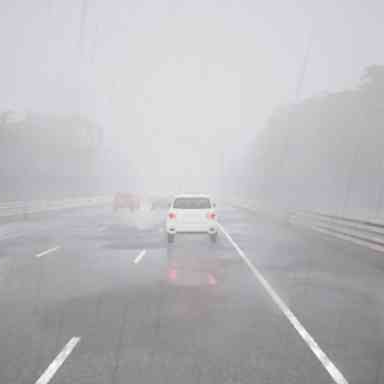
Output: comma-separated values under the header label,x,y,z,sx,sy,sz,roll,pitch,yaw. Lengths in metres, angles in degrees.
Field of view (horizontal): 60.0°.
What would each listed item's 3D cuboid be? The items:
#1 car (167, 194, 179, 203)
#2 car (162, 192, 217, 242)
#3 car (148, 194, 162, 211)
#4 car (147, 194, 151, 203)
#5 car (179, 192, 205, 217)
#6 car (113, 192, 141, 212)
label,x,y,z,sx,sy,sz,roll,pitch,yaw
car,-3.407,1.135,60.085,1.882,1.535,5.008,0,1,0
car,0.002,1.121,15.990,2.150,2.045,5.566,0,0,0
car,-3.466,1.298,37.422,1.837,1.490,4.892,0,1,1
car,-6.906,1.139,59.415,1.882,1.535,5.008,0,1,0
car,-0.004,1.047,30.620,2.150,2.045,5.566,0,0,0
car,-6.982,1.024,35.849,2.150,2.045,5.566,0,1,0
